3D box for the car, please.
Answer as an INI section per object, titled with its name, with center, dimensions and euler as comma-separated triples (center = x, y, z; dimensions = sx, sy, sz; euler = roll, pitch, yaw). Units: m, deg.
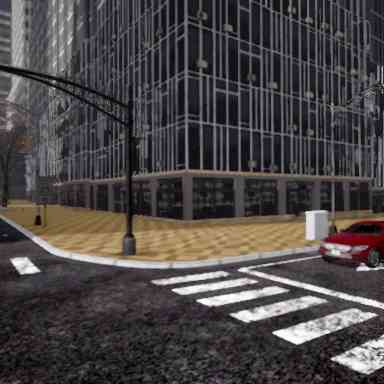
[car]
center = 6.778, 1.819, 12.489
dimensions = 4.674, 1.442, 1.812
euler = 1, -1, -34
